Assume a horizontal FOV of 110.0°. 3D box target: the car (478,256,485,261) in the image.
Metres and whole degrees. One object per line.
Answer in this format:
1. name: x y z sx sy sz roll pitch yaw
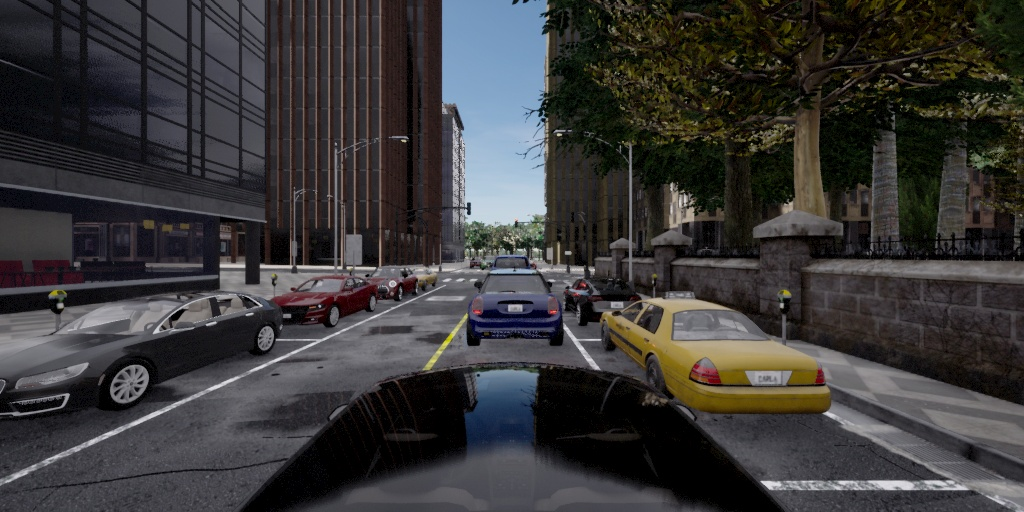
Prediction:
1. car: -3.176 0.982 51.238 2.150 2.045 5.566 0 0 0

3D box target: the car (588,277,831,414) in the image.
1. car: 2.756 1.275 6.170 1.751 1.417 4.829 0 0 0

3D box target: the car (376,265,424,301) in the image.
1. car: -5.786 1.190 16.899 1.967 1.591 4.097 0 0 0

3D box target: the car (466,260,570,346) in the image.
1. car: 0.041 1.102 9.560 2.097 1.767 4.553 0 0 -1

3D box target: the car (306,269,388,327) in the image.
1. car: -5.777 1.295 11.442 1.888 1.381 4.507 0 0 0

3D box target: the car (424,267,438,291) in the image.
1. car: -5.793 1.277 22.186 1.751 1.417 4.829 0 0 0

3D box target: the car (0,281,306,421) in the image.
1. car: -5.769 1.300 5.985 2.007 1.370 4.403 0 0 0

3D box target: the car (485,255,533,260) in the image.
1. car: -0.021 0.972 18.995 2.150 2.045 5.566 0 0 0

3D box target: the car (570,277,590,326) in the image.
1. car: 2.748 1.316 11.457 1.948 1.339 4.313 0 0 0

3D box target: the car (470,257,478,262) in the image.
1. car: -5.849 1.079 59.764 2.192 1.841 5.009 0 0 0
